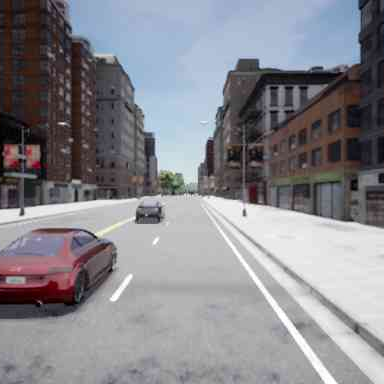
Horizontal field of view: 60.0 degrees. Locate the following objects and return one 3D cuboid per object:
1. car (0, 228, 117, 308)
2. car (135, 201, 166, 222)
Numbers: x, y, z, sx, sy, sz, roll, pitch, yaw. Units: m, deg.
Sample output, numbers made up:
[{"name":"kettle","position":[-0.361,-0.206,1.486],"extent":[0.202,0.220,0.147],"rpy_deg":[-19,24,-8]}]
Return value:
[{"name":"car","position":[-3.149,1.539,7.963],"extent":[1.994,1.385,4.181],"rpy_deg":[0,0,0]},{"name":"car","position":[-3.145,1.404,25.667],"extent":[2.128,1.511,4.902],"rpy_deg":[0,0,0]}]
